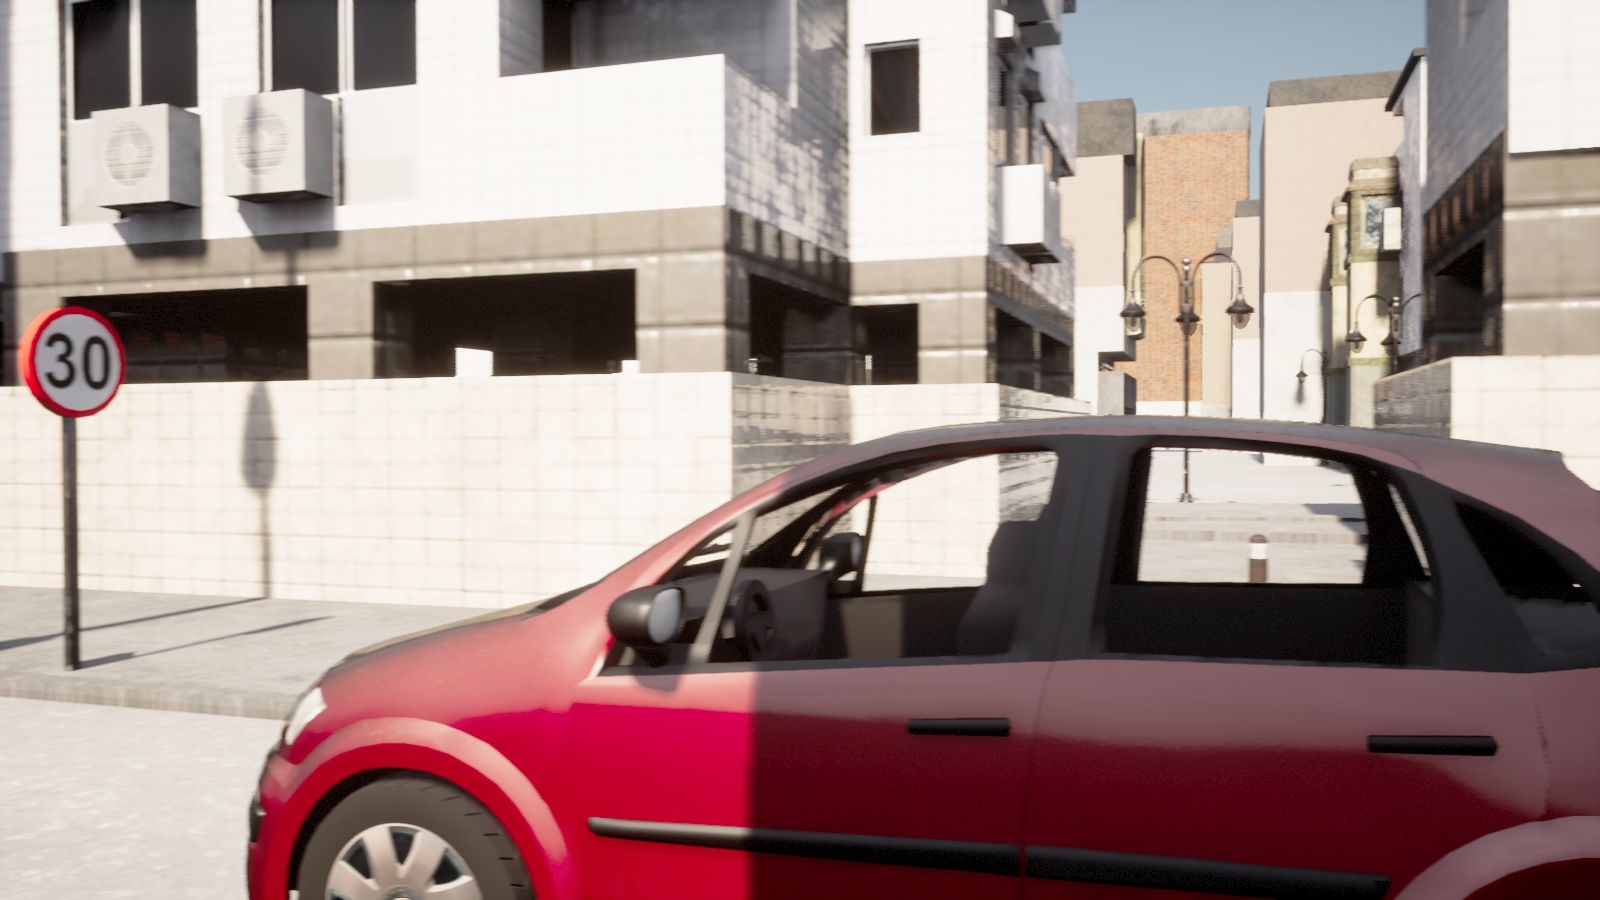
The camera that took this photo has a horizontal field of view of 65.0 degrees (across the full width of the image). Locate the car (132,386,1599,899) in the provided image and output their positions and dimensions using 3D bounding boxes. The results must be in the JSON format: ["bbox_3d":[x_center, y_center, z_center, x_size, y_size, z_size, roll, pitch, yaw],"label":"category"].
[{"bbox_3d":[0.413,0.670,3.580,3.988,1.617,1.851,0,1,19],"label":"car"}]
